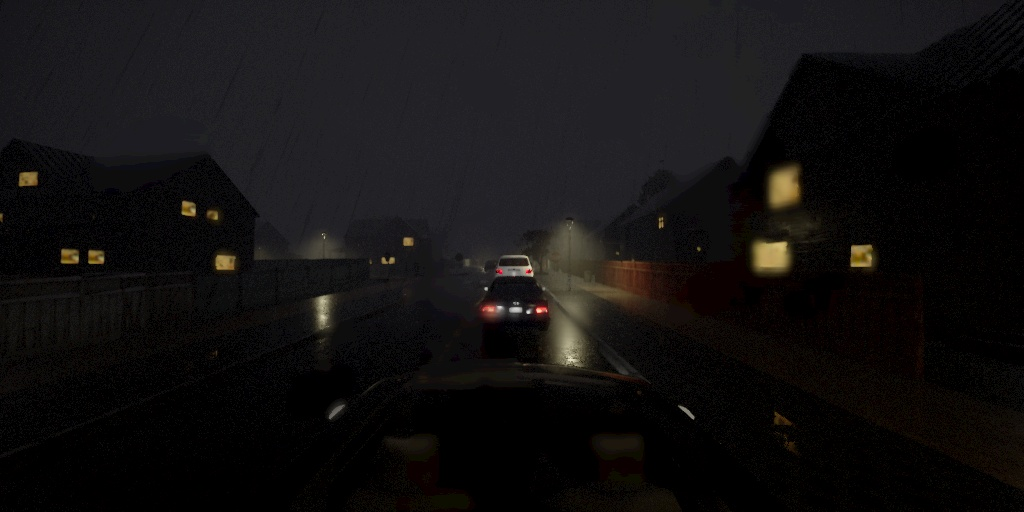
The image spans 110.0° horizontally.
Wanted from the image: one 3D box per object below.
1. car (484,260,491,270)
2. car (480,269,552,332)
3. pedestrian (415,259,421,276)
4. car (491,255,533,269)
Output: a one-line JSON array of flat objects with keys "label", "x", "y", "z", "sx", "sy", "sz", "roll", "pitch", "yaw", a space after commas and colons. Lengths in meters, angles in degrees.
[{"label": "car", "x": -2.880, "y": 1.315, "z": 51.205, "sx": 1.882, "sy": 1.535, "sz": 5.008, "roll": 0, "pitch": 0, "yaw": 0}, {"label": "car", "x": 0.092, "y": 1.297, "z": 10.809, "sx": 2.033, "sy": 1.411, "sz": 5.357, "roll": 0, "pitch": 0, "yaw": 0}, {"label": "pedestrian", "x": -9.943, "y": 1.220, "z": 37.884, "sx": 0.375, "sy": 1.860, "sz": 0.375, "roll": 0, "pitch": -2, "yaw": 5}, {"label": "car", "x": 0.065, "y": 0.982, "z": 21.364, "sx": 2.150, "sy": 2.045, "sz": 5.566, "roll": 0, "pitch": 0, "yaw": -1}]
